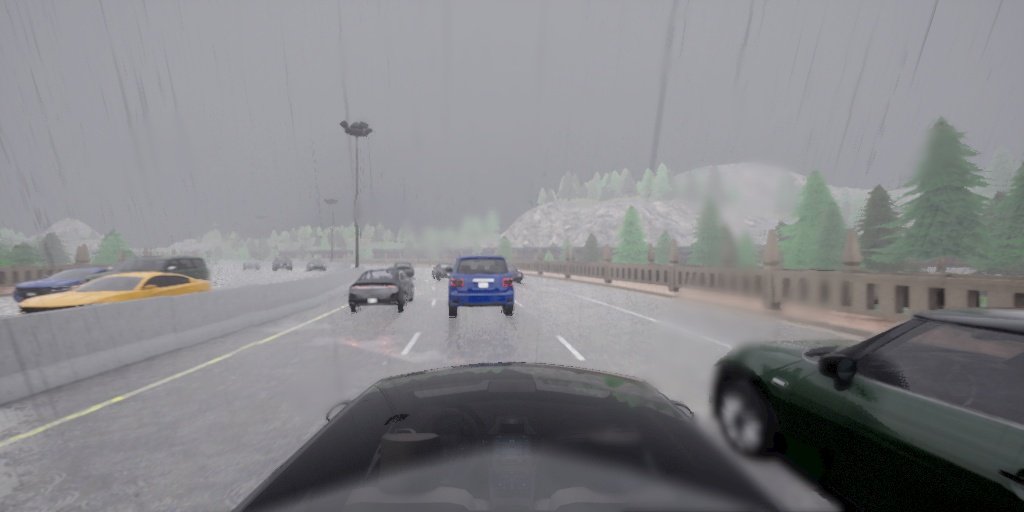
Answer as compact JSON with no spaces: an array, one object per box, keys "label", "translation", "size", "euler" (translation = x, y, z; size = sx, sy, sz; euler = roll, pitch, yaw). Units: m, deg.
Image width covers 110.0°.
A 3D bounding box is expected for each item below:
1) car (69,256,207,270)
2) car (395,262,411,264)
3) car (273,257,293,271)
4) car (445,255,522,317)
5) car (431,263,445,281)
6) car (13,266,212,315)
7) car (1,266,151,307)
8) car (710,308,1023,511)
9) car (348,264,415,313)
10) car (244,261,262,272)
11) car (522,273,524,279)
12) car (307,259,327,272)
[{"label":"car","translation":[-16.236,1.017,16.348],"size":[2.150,2.045,5.566],"euler":[0,0,-13]},{"label":"car","translation":[-9.702,1.307,31.728],"size":[1.837,1.490,4.892],"euler":[0,0,-20]},{"label":"car","translation":[-34.200,1.187,53.477],"size":[2.150,2.045,5.566],"euler":[0,0,-39]},{"label":"car","translation":[-1.286,0.978,13.504],"size":[2.150,2.045,5.566],"euler":[0,0,-9]},{"label":"car","translation":[-5.807,1.313,31.140],"size":[1.812,1.442,4.674],"euler":[0,0,-19]},{"label":"car","translation":[-11.758,1.250,11.155],"size":[1.882,1.535,5.008],"euler":[0,0,-9]},{"label":"car","translation":[-19.970,1.284,16.878],"size":[1.882,1.535,5.008],"euler":[0,0,-14]},{"label":"car","translation":[3.324,1.100,2.177],"size":[2.097,1.767,4.553],"euler":[0,0,-2]},{"label":"car","translation":[-4.978,1.256,14.134],"size":[2.128,1.511,4.902],"euler":[0,0,-10]},{"label":"car","translation":[-38.167,1.516,52.757],"size":[1.812,1.442,4.674],"euler":[0,0,-39]},{"label":"car","translation":[-0.697,1.368,26.811],"size":[1.895,1.301,4.718],"euler":[0,0,-16]},{"label":"car","translation":[-27.055,1.263,49.655],"size":[2.097,1.767,4.553],"euler":[0,0,-34]}]
